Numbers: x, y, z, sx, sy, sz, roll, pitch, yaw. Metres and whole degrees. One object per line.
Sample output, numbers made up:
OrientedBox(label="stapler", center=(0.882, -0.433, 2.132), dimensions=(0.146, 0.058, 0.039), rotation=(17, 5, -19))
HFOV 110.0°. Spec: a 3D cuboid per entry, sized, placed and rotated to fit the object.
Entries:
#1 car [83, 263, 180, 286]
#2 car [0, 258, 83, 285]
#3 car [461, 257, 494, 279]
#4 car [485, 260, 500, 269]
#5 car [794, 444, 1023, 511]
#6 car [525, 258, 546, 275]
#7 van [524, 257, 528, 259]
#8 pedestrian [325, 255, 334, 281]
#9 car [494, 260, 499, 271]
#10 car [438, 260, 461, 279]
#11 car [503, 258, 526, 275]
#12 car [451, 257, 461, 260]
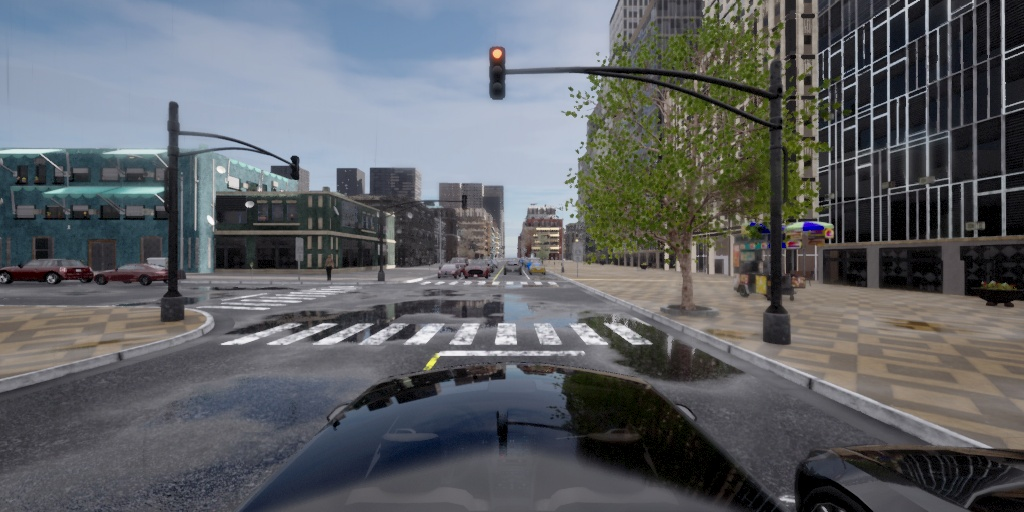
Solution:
OrientedBox(label="car", center=(-22.822, 1.090, 21.892), dimensions=(4.207, 1.307, 1.802), rotation=(0, 0, -1))
OrientedBox(label="car", center=(-28.370, 0.879, 21.814), dimensions=(4.097, 1.591, 1.967), rotation=(0, 0, -1))
OrientedBox(label="car", center=(-3.093, 1.104, 32.780), dimensions=(2.097, 1.767, 4.553), rotation=(0, 0, 0))
OrientedBox(label="car", center=(-3.063, 1.302, 56.264), dimensions=(2.033, 1.411, 5.357), rotation=(0, 0, 0))
OrientedBox(label="car", center=(2.691, 1.316, 0.504), dimensions=(1.948, 1.339, 4.313), rotation=(0, 0, 0))
OrientedBox(label="car", center=(2.689, 1.278, 38.703), dimensions=(1.751, 1.417, 4.829), rotation=(0, 0, 0))
OrientedBox(label="van", center=(2.688, 1.094, 44.085), dimensions=(1.690, 1.789, 3.998), rotation=(0, 0, 0))
OrientedBox(label="pedestrian", center=(-12.751, 0.788, 24.984), dimensions=(0.375, 1.860, 0.375), rotation=(0, -1, -1))
OrientedBox(label="car", center=(-3.086, 1.245, 43.162), dimensions=(2.128, 1.511, 4.902), rotation=(0, 0, 0))
OrientedBox(label="car", center=(-5.691, 1.334, 32.979), dimensions=(1.802, 1.307, 4.207), rotation=(0, 0, 0))
OrientedBox(label="car", center=(0.099, 1.244, 39.492), dimensions=(2.128, 1.511, 4.902), rotation=(0, 0, 0))
OrientedBox(label="car", center=(-5.692, 1.067, 38.530), dimensions=(2.192, 1.841, 5.009), rotation=(0, 0, 0))
